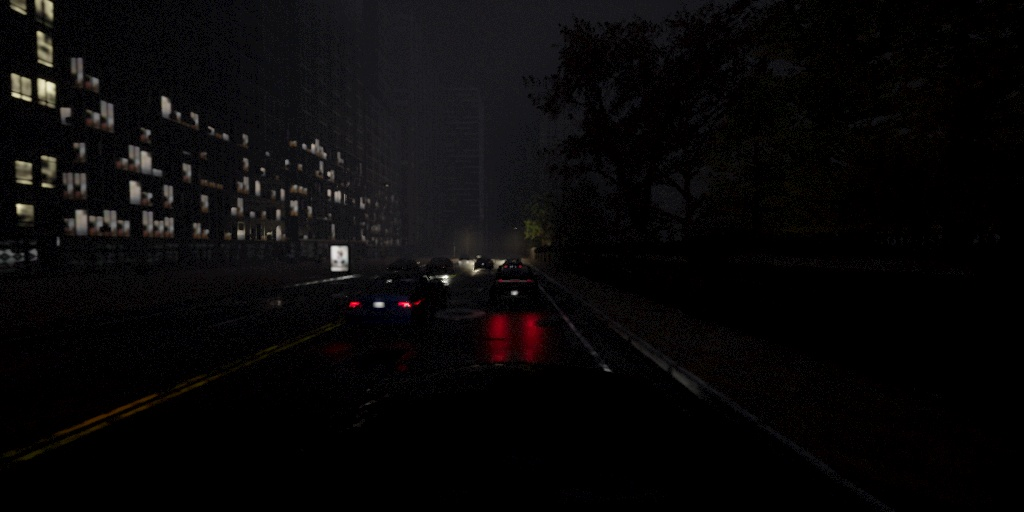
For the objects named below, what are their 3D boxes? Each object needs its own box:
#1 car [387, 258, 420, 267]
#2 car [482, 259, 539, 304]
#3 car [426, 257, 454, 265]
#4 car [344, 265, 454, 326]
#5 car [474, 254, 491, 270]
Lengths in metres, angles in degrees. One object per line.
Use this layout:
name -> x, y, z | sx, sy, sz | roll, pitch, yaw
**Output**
car -> -9.853, 0.901, 32.951 | 2.033, 1.411, 5.357 | 0, 1, 0
car -> 0.091, 1.070, 15.128 | 2.128, 1.511, 4.902 | 0, 1, 0
car -> -6.603, 0.831, 33.003 | 1.882, 1.535, 5.008 | 0, 1, 0
car -> -3.174, 1.176, 11.065 | 2.033, 1.411, 5.357 | 0, 1, 0
car -> -3.168, 0.818, 41.012 | 1.994, 1.385, 4.181 | 0, 1, 0
